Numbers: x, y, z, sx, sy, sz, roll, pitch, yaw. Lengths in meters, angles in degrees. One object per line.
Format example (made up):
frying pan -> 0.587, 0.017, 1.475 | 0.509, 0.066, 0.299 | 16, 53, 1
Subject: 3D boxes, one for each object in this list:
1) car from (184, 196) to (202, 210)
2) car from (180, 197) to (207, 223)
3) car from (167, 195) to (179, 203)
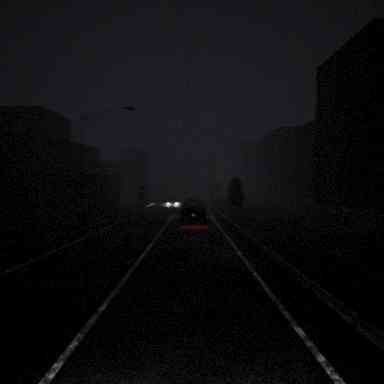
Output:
car -> 0.083, 1.309, 41.758 | 2.128, 1.511, 4.902 | 0, 0, 0
car -> 0.099, 1.423, 25.332 | 1.882, 1.535, 5.008 | 0, 1, 0
car -> -3.494, 1.292, 61.222 | 1.895, 1.301, 4.718 | 0, 0, 1
